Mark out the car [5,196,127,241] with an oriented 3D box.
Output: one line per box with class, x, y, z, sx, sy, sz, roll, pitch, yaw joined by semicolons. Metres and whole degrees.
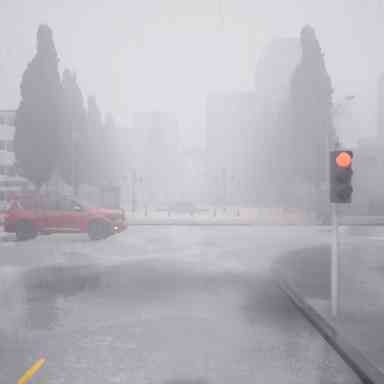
car;-6.022;1.223;16.155;5.566;2.045;2.150;0;0;0
